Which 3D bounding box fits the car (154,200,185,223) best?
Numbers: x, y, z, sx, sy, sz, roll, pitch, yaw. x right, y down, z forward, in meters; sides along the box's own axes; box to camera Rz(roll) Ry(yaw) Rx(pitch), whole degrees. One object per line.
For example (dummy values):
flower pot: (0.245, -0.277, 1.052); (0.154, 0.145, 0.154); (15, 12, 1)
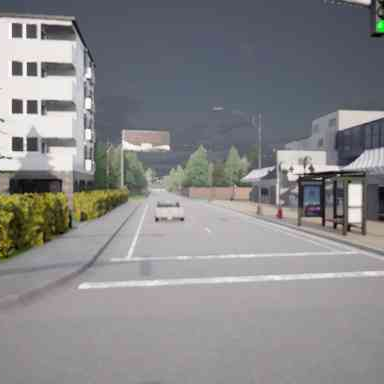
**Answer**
car: (-1.560, 1.227, 22.087); (1.895, 1.301, 4.718); (0, 1, -7)
